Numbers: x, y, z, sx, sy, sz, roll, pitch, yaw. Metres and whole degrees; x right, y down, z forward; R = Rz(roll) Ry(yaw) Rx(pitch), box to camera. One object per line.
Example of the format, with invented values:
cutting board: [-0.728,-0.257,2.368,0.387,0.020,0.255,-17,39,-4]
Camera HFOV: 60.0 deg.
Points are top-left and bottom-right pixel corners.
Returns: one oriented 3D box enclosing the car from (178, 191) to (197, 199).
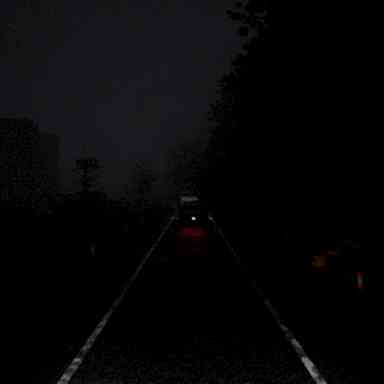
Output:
car: [-0.494,0.911,39.972,2.150,2.045,5.566,0,1,-4]

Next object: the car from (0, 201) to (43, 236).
car: [-9.078,1.342,15.294,2.163,1.488,4.792,0,-1,-2]

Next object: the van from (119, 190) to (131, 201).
van: [-13.148,0.718,64.983,1.878,1.987,4.442,1,-1,-15]

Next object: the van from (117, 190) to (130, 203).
van: [-11.101,0.791,53.986,1.878,1.987,4.442,1,-1,-10]

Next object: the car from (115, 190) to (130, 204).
car: [-10.390,0.811,48.529,2.435,2.045,5.566,1,-1,-9]

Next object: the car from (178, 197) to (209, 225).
car: [0.098,1.340,22.702,1.837,1.490,4.892,0,1,0]

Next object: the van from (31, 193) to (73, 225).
van: [-9.088,1.041,21.805,1.878,1.987,4.442,0,-1,-2]

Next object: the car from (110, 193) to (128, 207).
car: [-9.866,1.148,42.994,2.002,1.452,4.674,0,-1,-5]

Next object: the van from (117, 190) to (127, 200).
van: [-16.023,0.689,75.776,1.878,1.987,4.442,1,-1,-16]

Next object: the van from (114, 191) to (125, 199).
van: [-17.735,0.692,81.103,1.878,1.987,4.442,1,-1,-21]
